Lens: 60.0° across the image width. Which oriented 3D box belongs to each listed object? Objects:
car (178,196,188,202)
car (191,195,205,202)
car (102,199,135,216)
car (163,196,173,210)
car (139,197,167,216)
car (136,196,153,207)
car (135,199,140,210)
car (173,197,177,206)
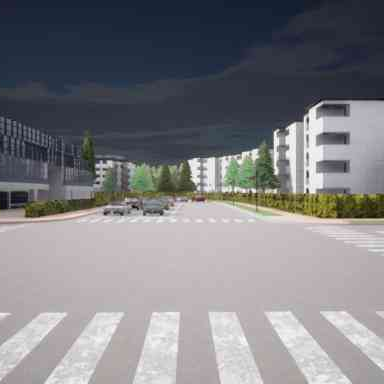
[{"bbox_3d":[-2.382,1.593,73.572,1.895,1.301,4.718,0,0,-17],"label":"car"},{"bbox_3d":[1.272,1.475,73.514,1.882,1.535,5.008,0,0,-17],"label":"car"},{"bbox_3d":[-7.291,1.600,32.632,1.895,1.301,4.718,0,0,1],"label":"car"},{"bbox_3d":[-3.830,1.503,42.045,1.837,1.490,4.892,0,0,0],"label":"car"},{"bbox_3d":[-3.706,1.504,32.640,1.837,1.490,4.892,0,0,-2],"label":"car"},{"bbox_3d":[-7.419,1.490,52.519,2.128,1.511,4.902,0,0,0],"label":"car"},{"bbox_3d":[-7.334,1.546,42.282,2.033,1.411,5.357,0,0,0],"label":"car"},{"bbox_3d":[-3.893,1.350,52.034,2.097,1.767,4.553,0,0,0],"label":"car"}]
